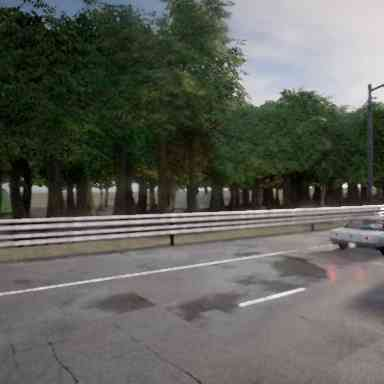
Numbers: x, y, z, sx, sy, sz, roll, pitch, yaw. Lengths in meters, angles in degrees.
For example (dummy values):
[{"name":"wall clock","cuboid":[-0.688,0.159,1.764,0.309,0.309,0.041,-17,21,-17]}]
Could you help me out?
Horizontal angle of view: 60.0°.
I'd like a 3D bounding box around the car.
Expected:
[{"name":"car","cuboid":[7.812,1.708,13.751,4.718,1.301,1.895,0,0,-35]}]
